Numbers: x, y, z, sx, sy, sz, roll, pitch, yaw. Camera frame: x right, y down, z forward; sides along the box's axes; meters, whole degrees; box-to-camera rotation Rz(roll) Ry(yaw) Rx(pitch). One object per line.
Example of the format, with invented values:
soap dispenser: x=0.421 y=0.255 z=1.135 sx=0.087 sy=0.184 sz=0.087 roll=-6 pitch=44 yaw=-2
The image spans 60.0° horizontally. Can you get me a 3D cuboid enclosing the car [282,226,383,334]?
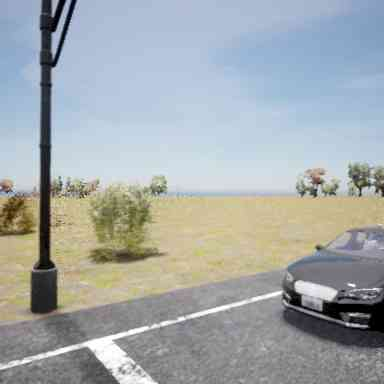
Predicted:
car: x=3.845 y=1.493 z=6.747 sx=4.902 sy=1.511 sz=2.128 roll=0 pitch=0 yaw=-37
